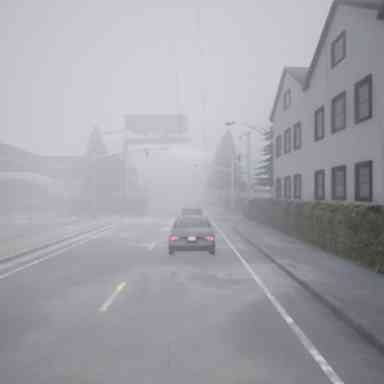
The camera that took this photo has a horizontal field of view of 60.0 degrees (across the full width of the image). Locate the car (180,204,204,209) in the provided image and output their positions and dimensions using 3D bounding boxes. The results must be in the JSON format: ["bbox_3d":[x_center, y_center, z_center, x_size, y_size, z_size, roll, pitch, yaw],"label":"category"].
[{"bbox_3d":[-0.001,1.757,29.475,1.882,1.535,5.008,0,0,0],"label":"car"}]

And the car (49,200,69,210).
[{"bbox_3d":[-22.188,2.214,57.383,4.611,1.667,2.242,0,-1,0],"label":"car"}]

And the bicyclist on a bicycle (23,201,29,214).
[{"bbox_3d":[-21.773,2.057,43.653,0.582,1.620,1.656,0,0,0],"label":"bicyclist on a bicycle"}]

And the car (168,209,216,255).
[{"bbox_3d":[-0.003,1.681,13.993,2.033,1.411,5.357,0,-1,0],"label":"car"}]
